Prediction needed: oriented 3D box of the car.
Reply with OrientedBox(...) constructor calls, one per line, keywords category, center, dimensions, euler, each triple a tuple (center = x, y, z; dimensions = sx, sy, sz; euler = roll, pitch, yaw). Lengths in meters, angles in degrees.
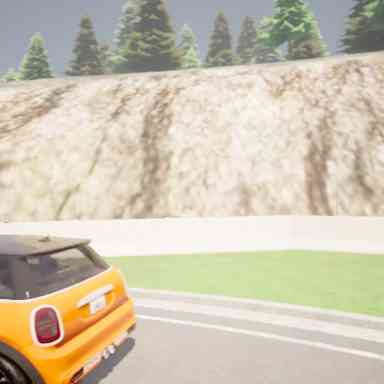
OrientedBox(category="car", center=(-3.157, 1.396, 4.580), dimensions=(4.553, 1.767, 2.097), euler=(-1, 0, 17))
